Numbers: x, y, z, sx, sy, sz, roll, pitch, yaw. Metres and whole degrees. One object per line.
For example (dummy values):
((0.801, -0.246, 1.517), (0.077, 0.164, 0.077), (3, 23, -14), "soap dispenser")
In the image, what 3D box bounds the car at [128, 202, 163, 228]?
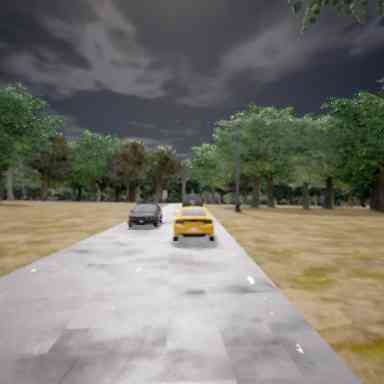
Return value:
((-3.024, 1.483, 22.349), (1.882, 1.535, 5.008), (0, 0, 0), "car")

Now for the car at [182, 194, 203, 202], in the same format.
((0.059, 1.260, 36.928), (2.150, 2.045, 5.566), (0, 0, 0), "car")

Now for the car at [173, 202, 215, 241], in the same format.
((0.080, 1.472, 16.812), (1.882, 1.535, 5.008), (0, 0, 0), "car")
